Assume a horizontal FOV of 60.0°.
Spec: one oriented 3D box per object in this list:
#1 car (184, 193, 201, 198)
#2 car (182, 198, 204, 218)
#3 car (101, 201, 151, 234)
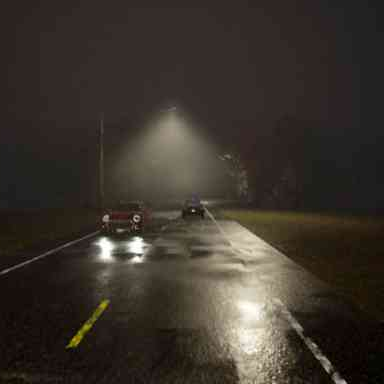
[{"bbox_3d":[0.098,1.173,47.782,2.150,2.045,5.566,0,0,0],"label":"car"},{"bbox_3d":[0.099,1.533,30.102,1.994,1.385,4.181,0,0,0],"label":"car"},{"bbox_3d":[-3.598,1.332,18.813,2.097,1.767,4.553,0,0,0],"label":"car"}]
